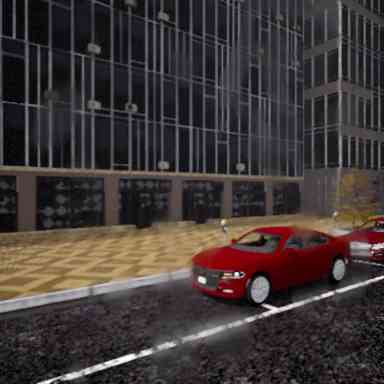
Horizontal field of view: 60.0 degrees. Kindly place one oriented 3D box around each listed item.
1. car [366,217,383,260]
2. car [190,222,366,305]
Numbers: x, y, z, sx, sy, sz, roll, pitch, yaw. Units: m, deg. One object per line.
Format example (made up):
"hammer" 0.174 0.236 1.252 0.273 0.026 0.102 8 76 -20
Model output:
"car" 6.673 1.533 11.314 4.206 1.307 1.802 0 0 -35
"car" 2.037 1.520 8.008 4.507 1.381 1.887 0 0 -35
